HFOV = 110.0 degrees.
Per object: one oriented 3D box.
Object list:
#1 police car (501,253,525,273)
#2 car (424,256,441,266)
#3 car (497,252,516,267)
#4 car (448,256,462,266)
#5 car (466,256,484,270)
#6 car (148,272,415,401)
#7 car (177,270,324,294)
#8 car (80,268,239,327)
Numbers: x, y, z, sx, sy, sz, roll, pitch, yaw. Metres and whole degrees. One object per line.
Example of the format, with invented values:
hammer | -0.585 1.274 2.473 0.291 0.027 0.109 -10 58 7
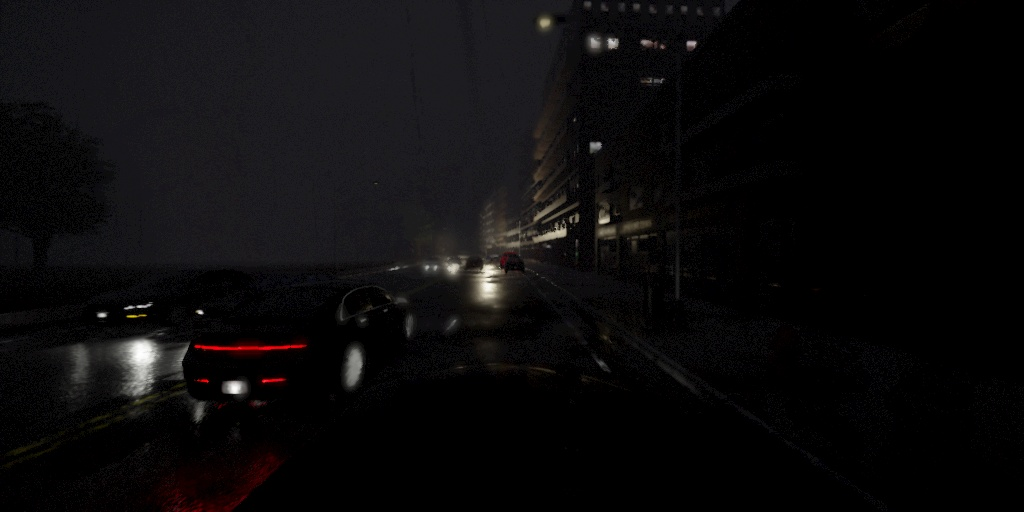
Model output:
police car | 0.198 0.785 35.198 1.930 1.638 5.238 0 1 -3
car | -11.743 0.717 53.441 1.994 1.385 4.181 0 1 -4
car | -0.357 0.470 45.186 2.150 2.045 5.566 0 1 -4
car | -8.477 0.699 53.566 2.033 1.411 5.357 0 1 -4
car | -4.304 0.761 41.963 1.882 1.535 5.008 0 1 -3
car | -3.175 1.201 6.508 1.837 1.490 4.892 0 1 0
car | -6.660 1.190 10.948 2.033 1.411 5.357 0 1 -1
car | -9.918 1.147 11.070 1.837 1.490 4.892 0 1 -1
